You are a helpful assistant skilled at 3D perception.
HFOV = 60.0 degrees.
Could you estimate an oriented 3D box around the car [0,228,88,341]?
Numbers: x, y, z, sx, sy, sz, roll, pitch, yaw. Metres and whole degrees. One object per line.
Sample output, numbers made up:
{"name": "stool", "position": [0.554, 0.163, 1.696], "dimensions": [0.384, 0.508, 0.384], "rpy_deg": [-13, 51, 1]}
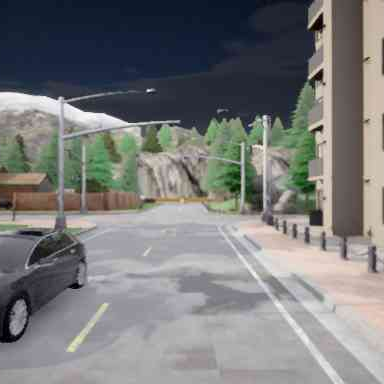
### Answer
{"name": "car", "position": [-3.573, 1.550, 6.632], "dimensions": [1.837, 1.490, 4.892], "rpy_deg": [0, -1, 0]}

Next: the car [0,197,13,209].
{"name": "car", "position": [-25.003, 1.442, 42.588], "dimensions": [1.932, 1.855, 4.605], "rpy_deg": [0, 0, -1]}
